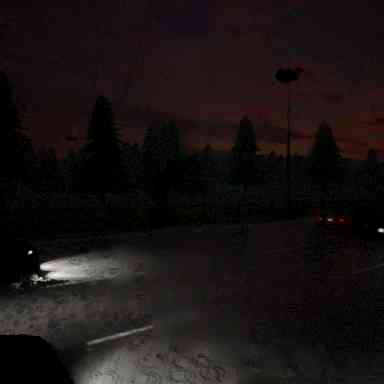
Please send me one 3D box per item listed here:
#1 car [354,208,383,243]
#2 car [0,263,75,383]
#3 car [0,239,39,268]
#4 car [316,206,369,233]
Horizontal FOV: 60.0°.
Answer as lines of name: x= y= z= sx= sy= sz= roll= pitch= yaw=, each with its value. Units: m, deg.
car: x=9.342 y=1.532 z=14.702 sx=4.181 sy=1.385 sz=1.994 roll=0 pitch=0 yaw=-35
car: x=-3.233 y=1.551 z=1.441 sx=5.357 sy=1.411 sz=2.033 roll=0 pitch=0 yaw=-35
car: x=-6.008 y=1.565 z=8.059 sx=4.181 sy=1.385 sz=1.994 roll=0 pitch=0 yaw=-35
car: x=9.330 y=1.511 z=18.992 sx=5.357 sy=1.411 sz=2.033 roll=0 pitch=0 yaw=-35
